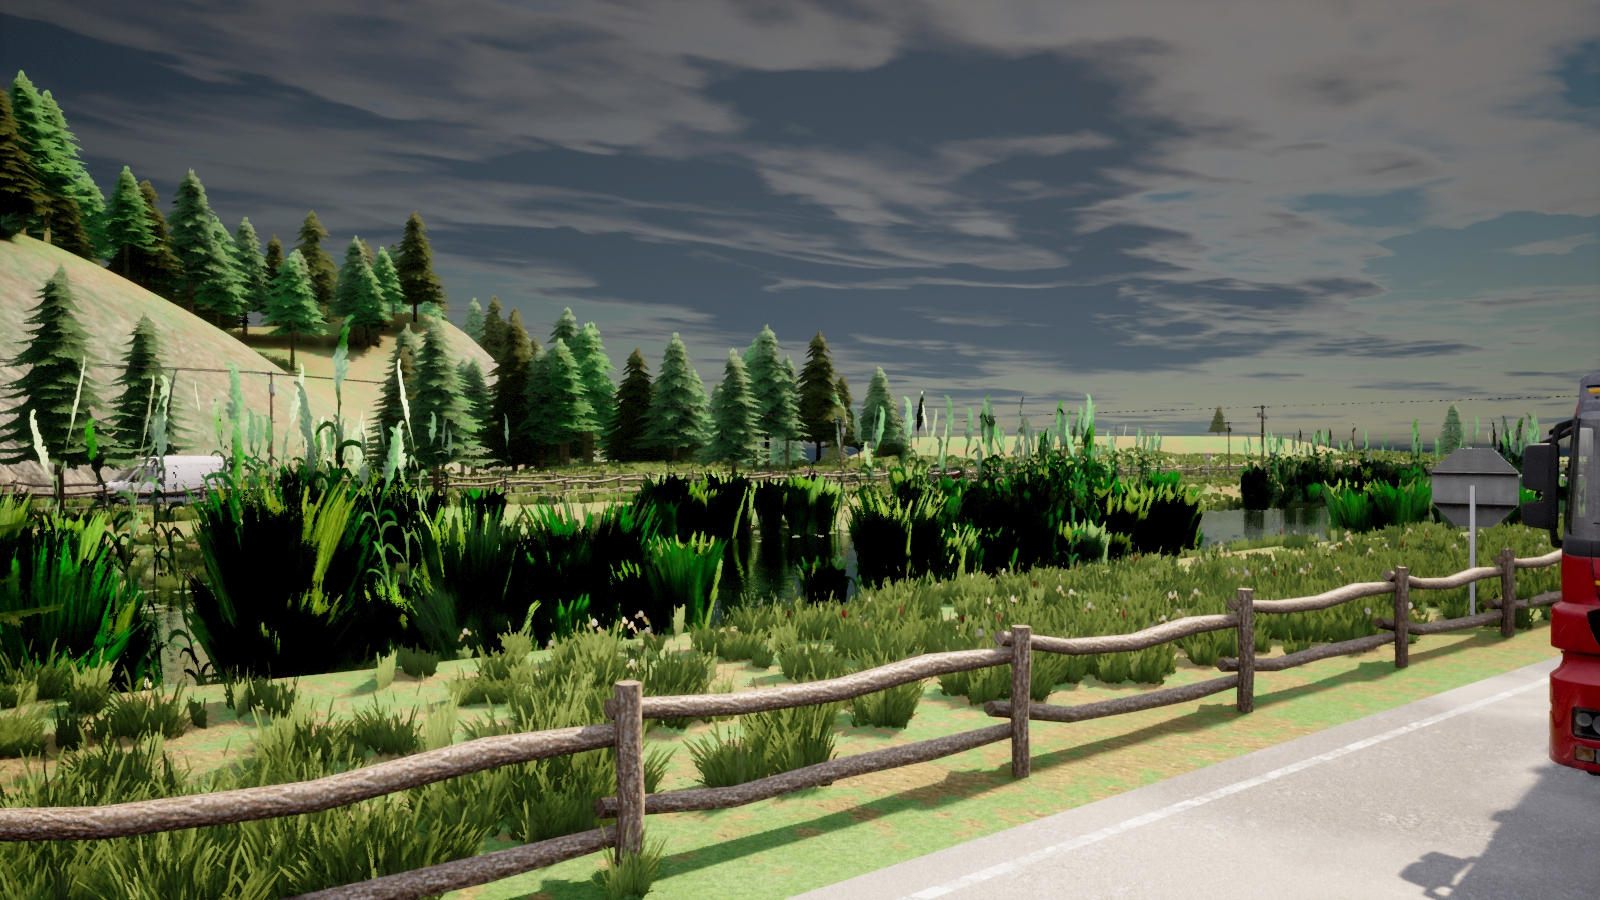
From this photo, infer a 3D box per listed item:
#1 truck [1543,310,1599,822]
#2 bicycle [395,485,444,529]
[{"bbox_3d":[9.605,0.862,10.980,2.891,3.827,8.468,0,0,42],"label":"truck"},{"bbox_3d":[-13.684,2.029,41.084,1.643,1.496,0.373,0,0,-43],"label":"bicycle"}]
